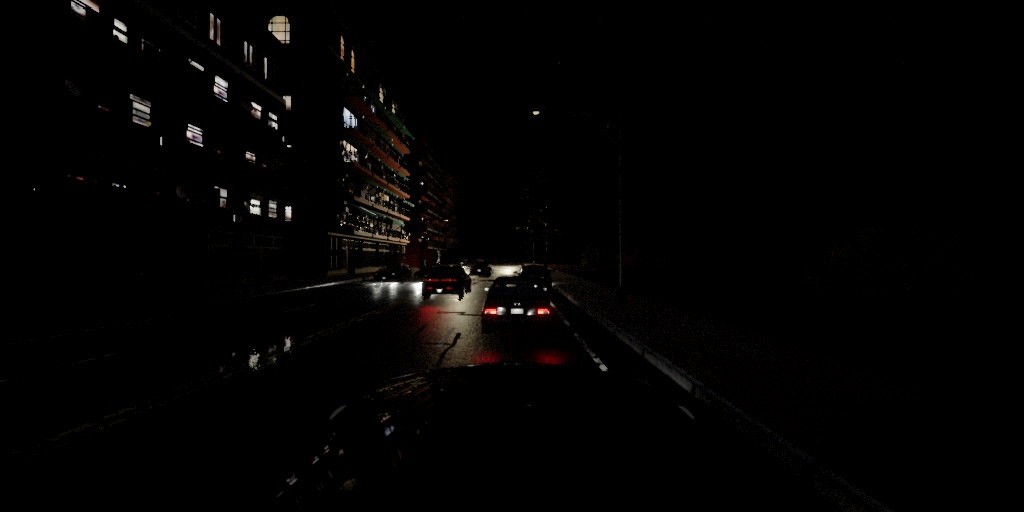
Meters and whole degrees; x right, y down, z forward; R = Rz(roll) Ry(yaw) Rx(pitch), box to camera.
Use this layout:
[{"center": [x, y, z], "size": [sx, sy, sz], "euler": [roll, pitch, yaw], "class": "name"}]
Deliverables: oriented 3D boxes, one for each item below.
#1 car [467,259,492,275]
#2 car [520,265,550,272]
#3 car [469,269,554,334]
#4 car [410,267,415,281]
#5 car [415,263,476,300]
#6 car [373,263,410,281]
[{"center": [-3.086, 1.317, 35.890], "size": [1.994, 1.385, 4.181], "euler": [0, 0, 0], "class": "car"}, {"center": [1.172, 1.257, 20.314], "size": [1.837, 1.490, 4.892], "euler": [0, 0, 0], "class": "car"}, {"center": [0.117, 1.299, 10.626], "size": [2.033, 1.411, 5.357], "euler": [0, 0, 0], "class": "car"}, {"center": [-6.549, 1.316, 29.215], "size": [1.994, 1.385, 4.181], "euler": [0, 0, 0], "class": "car"}, {"center": [-3.121, 1.253, 17.850], "size": [1.837, 1.490, 4.892], "euler": [0, -1, 0], "class": "car"}, {"center": [-9.799, 1.299, 30.106], "size": [2.033, 1.411, 5.357], "euler": [0, 0, 0], "class": "car"}]
